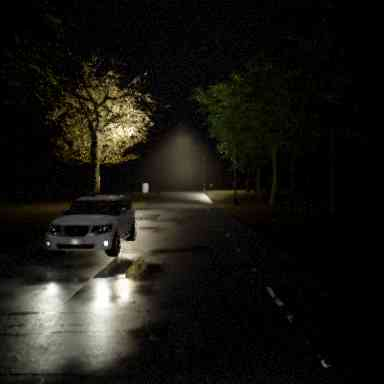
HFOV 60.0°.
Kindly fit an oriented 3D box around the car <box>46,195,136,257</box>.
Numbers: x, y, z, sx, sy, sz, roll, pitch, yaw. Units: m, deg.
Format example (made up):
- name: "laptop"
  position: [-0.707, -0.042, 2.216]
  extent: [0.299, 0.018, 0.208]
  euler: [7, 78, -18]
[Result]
- name: "car"
  position: [-3.596, 1.157, 12.978]
  extent: [2.150, 2.045, 5.566]
  euler: [0, 0, 0]
